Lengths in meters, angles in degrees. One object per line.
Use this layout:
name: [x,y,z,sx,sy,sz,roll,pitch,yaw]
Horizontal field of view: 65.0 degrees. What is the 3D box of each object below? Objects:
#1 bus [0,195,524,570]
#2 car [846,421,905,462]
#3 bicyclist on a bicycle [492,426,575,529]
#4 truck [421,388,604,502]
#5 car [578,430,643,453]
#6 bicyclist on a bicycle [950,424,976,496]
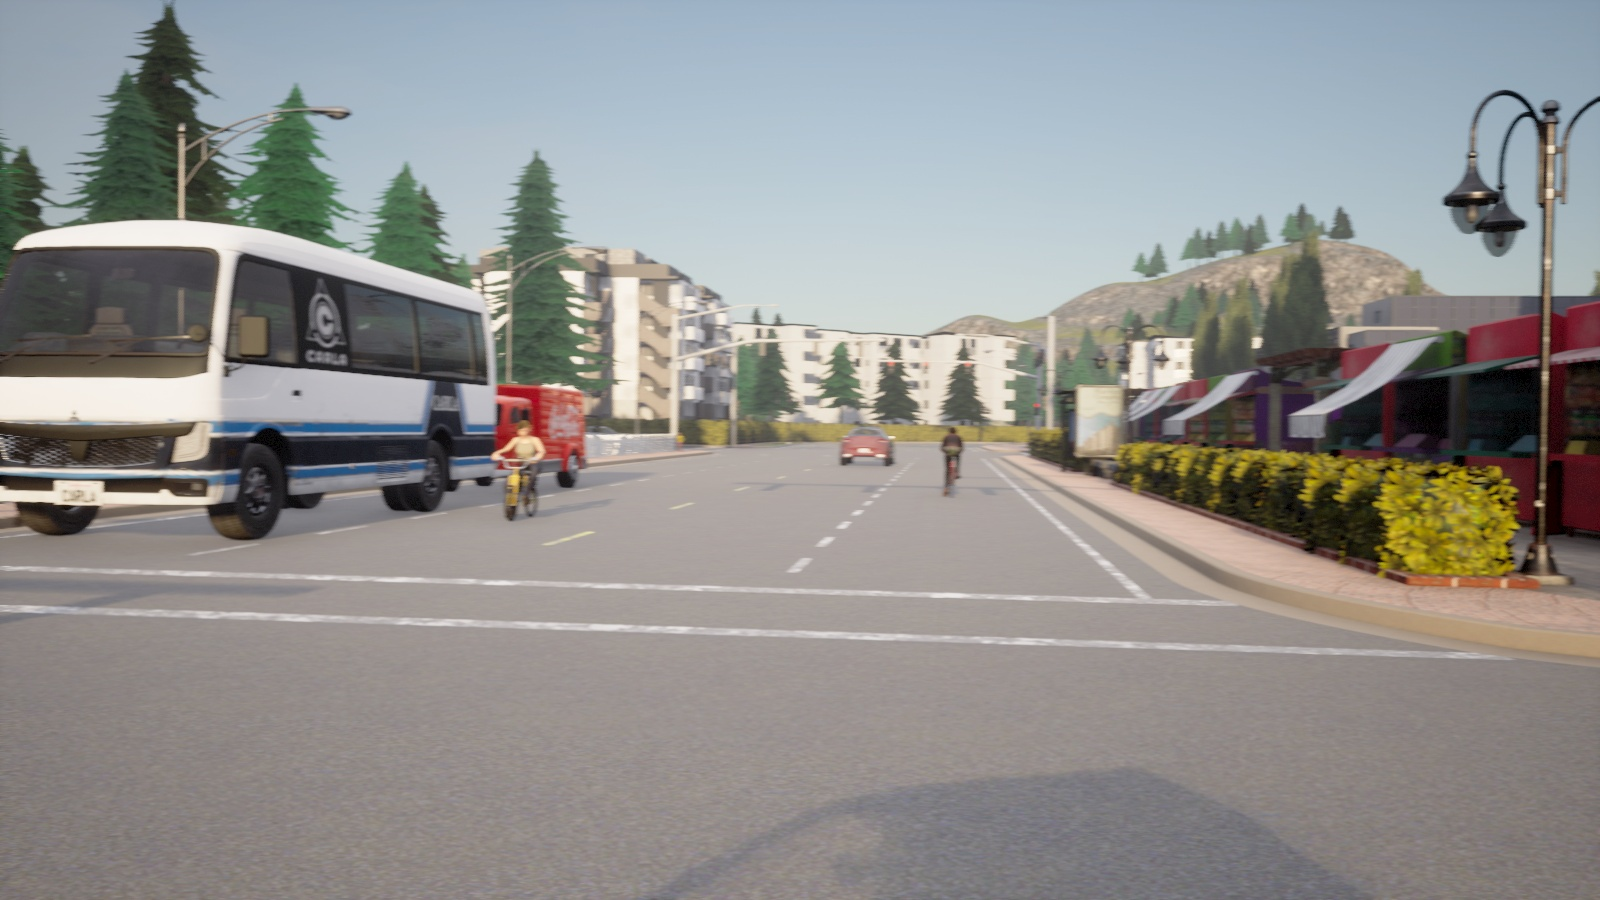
bus: [-7.989,-0.846,19.579,3.944,4.253,10.273,0,1,7]
car: [3.287,-0.391,53.669,2.152,1.651,5.027,0,1,7]
bicyclist on a bicycle: [-4.333,0.419,20.512,0.866,1.612,1.509,0,1,7]
truck: [-6.695,-0.151,29.997,2.627,2.467,5.204,0,1,7]
car: [-12.364,-0.570,82.043,3.806,1.475,1.970,0,1,9]
bicyclist on a bicycle: [3.789,0.212,29.185,0.582,1.620,1.656,0,1,7]
